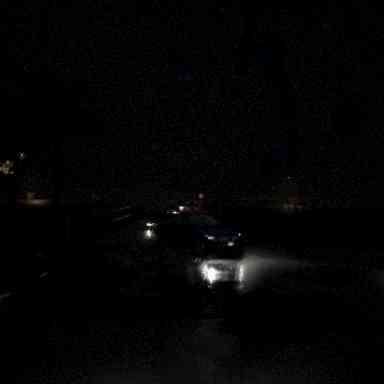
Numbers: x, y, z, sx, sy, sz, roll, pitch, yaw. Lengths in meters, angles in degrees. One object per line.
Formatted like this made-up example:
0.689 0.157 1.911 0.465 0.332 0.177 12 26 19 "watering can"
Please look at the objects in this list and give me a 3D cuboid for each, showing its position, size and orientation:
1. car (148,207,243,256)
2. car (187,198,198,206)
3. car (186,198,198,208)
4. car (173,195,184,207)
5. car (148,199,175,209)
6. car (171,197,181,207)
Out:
0.101 1.611 14.044 1.812 1.442 4.674 -1 1 -34 "car"
0.084 1.985 67.164 2.128 1.511 4.902 0 -1 0 "car"
0.071 1.923 56.879 1.812 1.442 4.674 0 -1 0 "car"
-2.674 1.645 61.493 2.150 2.045 5.566 0 -1 0 "car"
-2.807 1.654 29.996 1.882 1.535 5.008 0 -1 0 "car"
-2.783 1.820 44.992 1.812 1.442 4.674 0 0 0 "car"
